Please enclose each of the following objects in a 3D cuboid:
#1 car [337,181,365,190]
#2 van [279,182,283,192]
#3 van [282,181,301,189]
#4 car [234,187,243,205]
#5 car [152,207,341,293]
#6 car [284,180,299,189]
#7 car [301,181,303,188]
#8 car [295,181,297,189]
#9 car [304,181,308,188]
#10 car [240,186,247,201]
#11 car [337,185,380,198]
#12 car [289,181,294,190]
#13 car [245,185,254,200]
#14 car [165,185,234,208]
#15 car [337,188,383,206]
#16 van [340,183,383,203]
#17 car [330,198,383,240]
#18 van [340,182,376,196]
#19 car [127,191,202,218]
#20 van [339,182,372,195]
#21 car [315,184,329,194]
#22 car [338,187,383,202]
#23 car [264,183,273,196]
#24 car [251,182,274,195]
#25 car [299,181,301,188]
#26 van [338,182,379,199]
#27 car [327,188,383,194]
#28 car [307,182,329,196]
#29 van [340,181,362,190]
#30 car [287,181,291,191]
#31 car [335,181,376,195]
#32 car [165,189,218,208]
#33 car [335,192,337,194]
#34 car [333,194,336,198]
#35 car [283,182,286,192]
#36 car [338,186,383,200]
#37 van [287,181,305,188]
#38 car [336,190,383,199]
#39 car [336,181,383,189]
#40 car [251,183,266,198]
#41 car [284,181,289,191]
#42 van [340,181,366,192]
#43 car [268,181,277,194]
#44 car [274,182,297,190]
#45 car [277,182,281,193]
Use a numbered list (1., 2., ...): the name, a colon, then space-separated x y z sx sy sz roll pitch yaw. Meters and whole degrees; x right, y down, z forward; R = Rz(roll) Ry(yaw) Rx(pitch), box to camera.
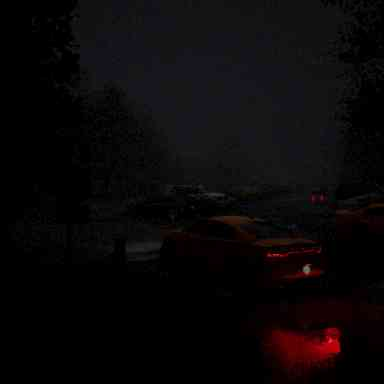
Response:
1. car: 34.640 -1.472 72.631 5.566 2.045 2.435 1 2 24
2. van: 11.553 -0.673 52.532 4.442 1.987 1.878 1 2 24
3. van: 24.861 -1.858 83.050 4.442 1.987 1.878 1 2 24
4. car: 1.479 0.569 29.710 5.366 1.575 1.946 1 3 24
5. car: 0.954 1.351 8.625 1.882 1.535 5.008 2 -1 -32
6. car: 19.164 -1.144 70.410 5.366 1.575 1.946 1 2 24
7. car: 22.709 -1.433 77.943 5.008 1.535 2.097 1 2 24
8. car: 18.201 -1.039 67.802 4.892 1.521 2.231 1 2 24
9. car: 26.121 -1.979 85.526 5.566 2.045 2.435 1 2 24
10. car: 2.442 0.447 32.317 4.892 1.521 2.231 1 3 24
11. car: 22.251 -0.136 44.685 5.008 1.535 2.097 1 2 24
12. car: 15.784 -0.849 62.804 5.366 1.575 1.946 1 2 24
13. car: 3.394 0.318 34.929 5.366 1.575 1.946 1 3 24
14. car: 0.208 0.441 27.227 5.566 2.045 2.435 1 3 24
15. car: 16.602 0.445 32.061 4.792 1.488 2.163 1 3 24
16. van: 17.909 0.067 34.633 4.442 1.987 1.878 1 3 24
17. car: 8.804 1.266 14.463 5.008 1.535 2.097 1 3 24
18. van: 23.477 -0.458 47.161 4.442 1.987 1.878 1 2 24
19. car: -2.097 0.965 22.196 4.792 1.488 2.163 1 3 24
20. van: 24.389 -0.560 49.785 4.442 1.987 1.878 1 2 24
21. car: 22.303 -0.618 56.975 1.882 1.535 5.008 1 2 24
22. car: 18.954 0.204 37.210 4.792 1.488 2.163 1 3 24
23. car: 7.112 -0.035 42.379 5.366 1.575 1.946 1 3 24
24. car: 8.060 -0.145 44.984 4.892 1.521 2.231 1 3 24
25. car: 21.559 -1.461 75.413 4.553 1.767 2.185 1 2 24
26. van: 21.017 -0.262 42.178 4.442 1.987 1.878 1 3 24
27. car: 13.086 0.776 24.539 5.366 1.575 1.946 1 3 24
28. car: 18.123 -0.239 47.572 2.128 1.511 4.902 1 2 24
29. van: 35.897 -1.542 75.104 4.442 1.987 1.878 1 2 24
30. car: 14.800 -0.716 60.207 4.792 1.488 2.163 1 2 24
31. car: 25.594 -0.682 52.277 5.566 2.045 2.435 1 2 24
32. car: -0.939 0.814 24.714 5.008 1.535 2.097 1 3 24
33. car: 12.129 0.945 21.938 4.674 1.452 2.002 1 3 24
34. car: 10.981 1.056 19.419 4.792 1.488 2.163 1 3 24
35. car: 12.547 -0.519 55.136 4.792 1.488 2.163 1 2 24
36. car: 20.025 0.099 39.620 4.792 1.488 2.163 1 3 24
37. van: 28.235 -2.078 90.644 4.442 1.987 1.878 1 2 24
38. car: 9.962 1.019 16.972 4.553 1.767 2.185 1 3 24
39. car: 15.530 0.287 29.497 5.566 2.045 2.435 1 3 24
40. car: 5.696 0.070 40.108 5.366 1.575 1.946 1 3 24
41. car: 13.673 -0.617 57.671 4.792 1.488 2.163 1 2 24
42. van: 31.399 -1.149 64.984 4.442 1.987 1.878 1 2 24
43. car: 9.222 -0.375 47.502 4.553 1.767 2.185 1 3 24
44. car: 20.432 -1.363 72.878 4.553 1.767 2.185 1 2 24
45. car: 10.346 -0.321 50.041 4.792 1.488 2.163 1 2 24
